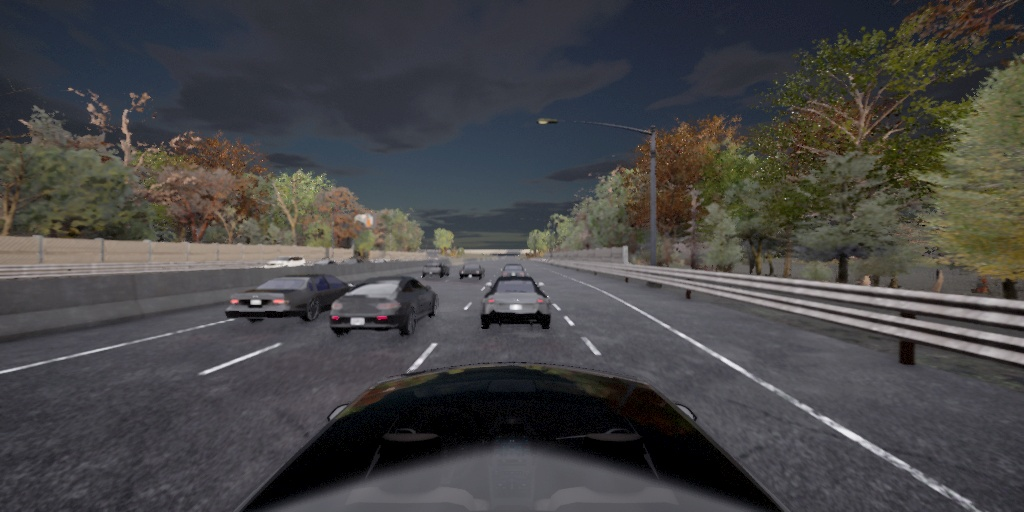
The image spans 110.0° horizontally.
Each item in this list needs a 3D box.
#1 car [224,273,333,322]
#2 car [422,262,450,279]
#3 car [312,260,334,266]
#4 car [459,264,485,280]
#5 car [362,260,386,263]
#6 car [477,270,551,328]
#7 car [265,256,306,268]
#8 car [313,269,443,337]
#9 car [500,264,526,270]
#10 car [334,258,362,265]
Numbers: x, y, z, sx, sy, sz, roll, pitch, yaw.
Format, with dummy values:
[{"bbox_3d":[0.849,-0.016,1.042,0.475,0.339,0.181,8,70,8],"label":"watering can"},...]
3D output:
[{"bbox_3d":[-6.898,1.295,12.166,2.033,1.411,5.357,0,0,0],"label":"car"},{"bbox_3d":[-6.896,1.245,32.906,2.128,1.511,4.902,0,0,0],"label":"car"},{"bbox_3d":[-24.564,1.290,47.327,1.812,1.442,4.674,0,0,0],"label":"car"},{"bbox_3d":[-3.396,1.353,31.432,1.895,1.301,4.718,0,0,0],"label":"car"},{"bbox_3d":[-17.567,1.290,47.354,1.812,1.442,4.674,0,0,0],"label":"car"},{"bbox_3d":[0.101,1.311,11.351,1.994,1.385,4.181,0,0,0],"label":"car"},{"bbox_3d":[-28.062,0.986,44.765,2.150,2.045,5.566,0,0,0],"label":"car"},{"bbox_3d":[-3.398,1.273,10.198,1.812,1.442,4.674,0,0,0],"label":"car"},{"bbox_3d":[0.104,1.298,27.178,2.033,1.411,5.357,0,0,0],"label":"car"},{"bbox_3d":[-21.065,1.116,47.360,2.097,1.767,4.553,0,0,0],"label":"car"}]
